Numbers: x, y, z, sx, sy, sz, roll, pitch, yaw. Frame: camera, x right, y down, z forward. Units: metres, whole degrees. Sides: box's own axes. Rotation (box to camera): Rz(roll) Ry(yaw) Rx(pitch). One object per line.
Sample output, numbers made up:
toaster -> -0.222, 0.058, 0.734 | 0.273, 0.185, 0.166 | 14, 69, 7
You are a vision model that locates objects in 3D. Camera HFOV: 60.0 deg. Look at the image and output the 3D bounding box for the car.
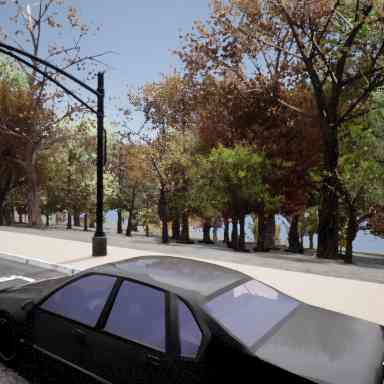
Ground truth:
car -> -0.551, 1.547, 4.071 | 5.357, 1.411, 2.033 | 0, 0, 35
